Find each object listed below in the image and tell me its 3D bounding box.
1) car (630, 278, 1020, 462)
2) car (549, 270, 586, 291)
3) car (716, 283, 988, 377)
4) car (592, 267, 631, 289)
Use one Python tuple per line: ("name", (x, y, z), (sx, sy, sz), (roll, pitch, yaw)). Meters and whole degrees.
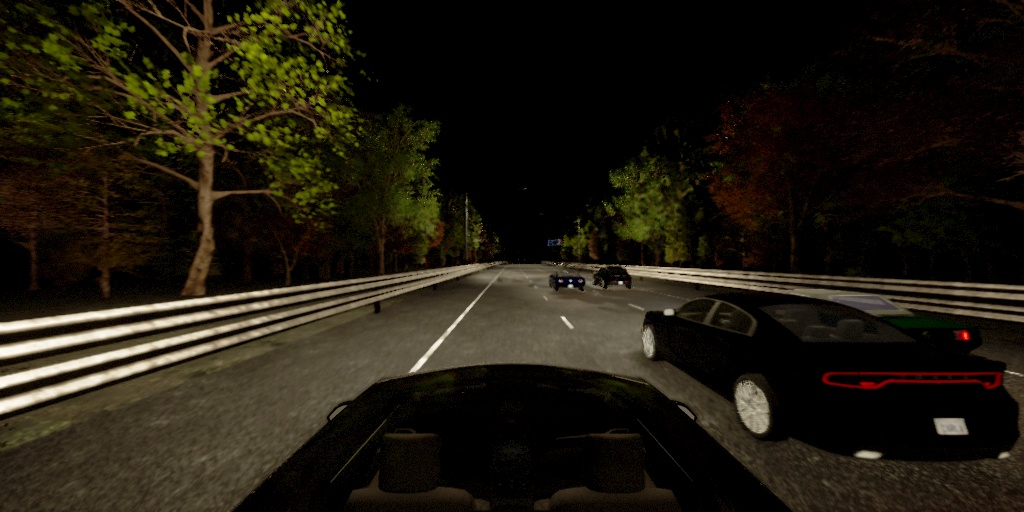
("car", (3.594, 1.268, 5.412), (1.882, 1.535, 5.008), (0, -1, 0))
("car", (3.585, 1.593, 24.175), (1.895, 1.301, 4.718), (0, -1, 0))
("car", (7.095, 1.424, 8.423), (1.895, 1.301, 4.718), (0, -1, 0))
("car", (7.084, 1.514, 25.790), (1.837, 1.490, 4.892), (0, -1, 0))
